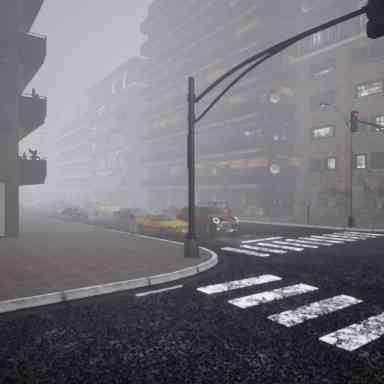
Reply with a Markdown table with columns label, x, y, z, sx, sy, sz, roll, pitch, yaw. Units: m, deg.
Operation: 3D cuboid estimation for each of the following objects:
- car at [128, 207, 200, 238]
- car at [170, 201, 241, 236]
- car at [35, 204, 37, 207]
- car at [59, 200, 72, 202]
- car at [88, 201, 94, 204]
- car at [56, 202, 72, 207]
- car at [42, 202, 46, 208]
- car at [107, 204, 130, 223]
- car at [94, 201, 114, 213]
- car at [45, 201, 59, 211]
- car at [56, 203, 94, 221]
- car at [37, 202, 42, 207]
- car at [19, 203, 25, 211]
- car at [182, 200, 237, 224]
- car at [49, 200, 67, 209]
| label | x | y | z | sx | sy | sz | roll | pitch | yaw |
| --- | --- | --- | --- | --- | --- | --- | --- | --- | --- |
| car | -1.837 | 1.833 | 19.942 | 1.752 | 1.417 | 4.829 | -1 | 0 | -36 |
| car | 0.891 | 1.635 | 20.630 | 2.097 | 1.767 | 4.553 | 0 | -1 | -36 |
| car | -38.565 | 3.168 | 84.561 | 1.947 | 1.339 | 4.313 | -1 | 0 | -36 |
| car | -19.605 | 2.530 | 54.197 | 2.033 | 1.411 | 5.357 | 0 | -1 | -36 |
| car | -16.464 | 2.307 | 55.000 | 2.097 | 1.767 | 4.553 | 0 | -1 | -36 |
| car | -15.952 | 2.401 | 43.806 | 1.895 | 1.301 | 4.718 | 0 | -1 | -36 |
| car | -31.901 | 2.972 | 75.401 | 1.947 | 1.339 | 4.313 | -1 | 0 | -36 |
| car | -5.144 | 2.017 | 28.904 | 2.033 | 1.411 | 5.357 | 0 | -1 | -36 |
| car | -12.441 | 2.290 | 49.539 | 1.801 | 1.575 | 5.366 | 0 | -1 | -36 |
| car | -25.285 | 2.755 | 61.994 | 1.895 | 1.301 | 4.718 | 0 | -1 | -36 |
| car | -11.940 | 2.163 | 33.814 | 1.887 | 1.381 | 4.507 | -1 | 0 | -36 |
| car | -35.236 | 3.049 | 79.980 | 1.887 | 1.381 | 4.507 | -1 | 0 | -36 |
| car | -31.946 | 2.769 | 61.283 | 1.887 | 1.381 | 4.507 | -1 | 0 | -36 |
| car | 1.433 | 1.713 | 29.622 | 2.192 | 1.841 | 5.009 | -1 | 0 | -36 |
| car | -28.574 | 2.623 | 70.824 | 2.192 | 1.841 | 5.009 | -1 | 0 | -36 |
